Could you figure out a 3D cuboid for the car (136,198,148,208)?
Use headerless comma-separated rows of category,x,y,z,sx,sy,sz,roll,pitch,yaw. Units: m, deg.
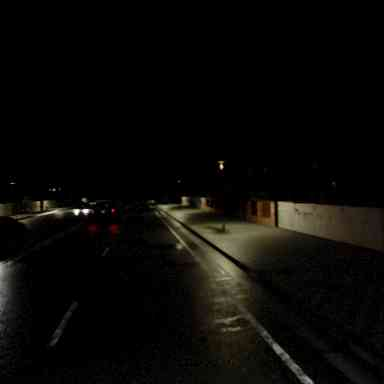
car,-8.436,1.942,56.295,1.994,1.385,4.181,-2,0,-9

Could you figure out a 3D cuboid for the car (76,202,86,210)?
car,-18.480,2.282,56.642,1.895,1.301,4.718,-2,0,-8

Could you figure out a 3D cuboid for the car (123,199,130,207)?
car,-12.792,2.057,63.106,1.812,1.442,4.674,-2,0,-9

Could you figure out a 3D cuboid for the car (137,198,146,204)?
car,-12.200,2.112,79.679,2.033,1.411,5.357,-2,0,-9

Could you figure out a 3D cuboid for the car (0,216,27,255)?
car,-8.640,1.800,14.337,1.812,1.442,4.674,-2,0,-9

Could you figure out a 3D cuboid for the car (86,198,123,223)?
car,-7.357,1.617,28.379,2.097,1.767,4.553,-2,0,-9
